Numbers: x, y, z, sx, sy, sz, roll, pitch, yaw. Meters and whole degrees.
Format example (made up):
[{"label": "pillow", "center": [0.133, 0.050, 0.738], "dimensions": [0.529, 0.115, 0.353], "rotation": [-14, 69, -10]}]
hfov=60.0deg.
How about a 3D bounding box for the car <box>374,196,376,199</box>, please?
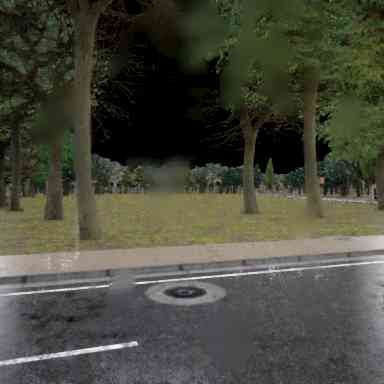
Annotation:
[{"label": "car", "center": [44.907, 1.315, 79.701], "dimensions": [1.895, 1.301, 4.718], "rotation": [0, 0, 5]}]
